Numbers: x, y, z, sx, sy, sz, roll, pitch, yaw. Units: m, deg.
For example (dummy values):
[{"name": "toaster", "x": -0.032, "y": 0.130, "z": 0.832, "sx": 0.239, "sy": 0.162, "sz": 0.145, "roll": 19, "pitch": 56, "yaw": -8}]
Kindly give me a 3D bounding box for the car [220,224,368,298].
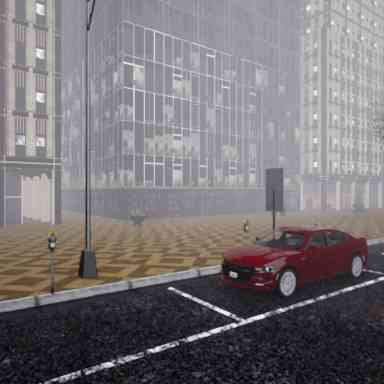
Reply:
[{"name": "car", "x": 2.724, "y": 1.548, "z": 8.516, "sx": 4.507, "sy": 1.381, "sz": 1.887, "roll": 0, "pitch": 0, "yaw": -36}]
